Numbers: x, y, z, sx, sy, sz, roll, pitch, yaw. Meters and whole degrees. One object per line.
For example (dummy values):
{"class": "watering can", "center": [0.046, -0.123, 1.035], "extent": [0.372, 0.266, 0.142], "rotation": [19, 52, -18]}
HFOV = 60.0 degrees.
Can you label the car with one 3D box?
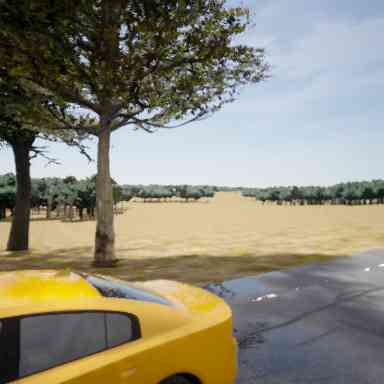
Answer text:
{"class": "car", "center": [-1.861, 1.478, 2.580], "extent": [5.008, 1.535, 1.882], "rotation": [1, 0, -37]}
